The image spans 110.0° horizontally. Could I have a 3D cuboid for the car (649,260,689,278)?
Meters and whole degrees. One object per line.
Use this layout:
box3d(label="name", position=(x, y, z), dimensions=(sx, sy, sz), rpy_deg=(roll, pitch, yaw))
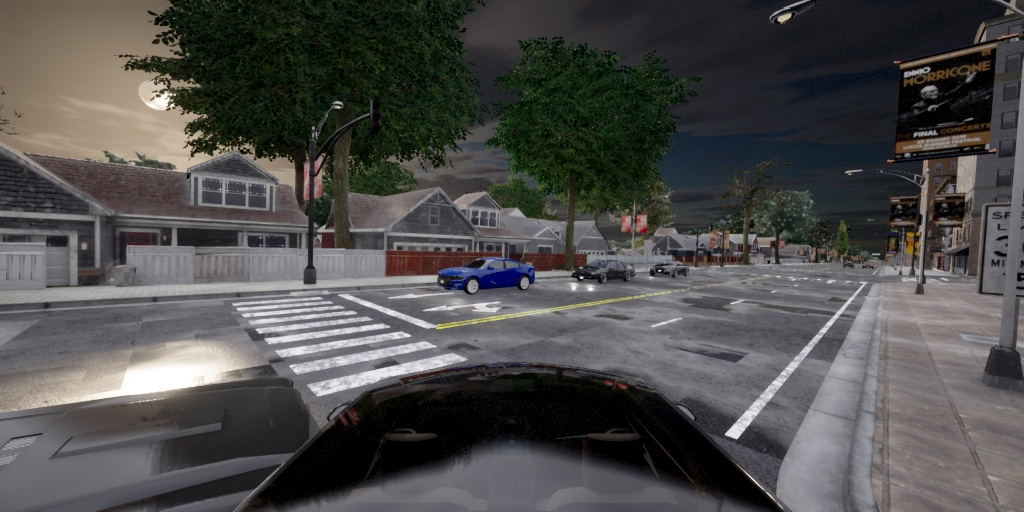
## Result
box3d(label="car", position=(13.347, 1.020, 30.299), dimensions=(4.181, 1.385, 1.994), rpy_deg=(1, 2, -44))

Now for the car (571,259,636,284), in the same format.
box3d(label="car", position=(6.125, 0.936, 23.403), dimensions=(5.357, 1.411, 2.033), rpy_deg=(0, 2, -44))

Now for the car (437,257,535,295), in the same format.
box3d(label="car", position=(-1.066, 0.802, 16.509), dimensions=(5.008, 1.535, 1.882), rpy_deg=(0, 2, -44))

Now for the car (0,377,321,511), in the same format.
box3d(label="car", position=(-3.315, 1.284, 1.331), dimensions=(4.718, 1.301, 1.895), rpy_deg=(1, 2, -34))
